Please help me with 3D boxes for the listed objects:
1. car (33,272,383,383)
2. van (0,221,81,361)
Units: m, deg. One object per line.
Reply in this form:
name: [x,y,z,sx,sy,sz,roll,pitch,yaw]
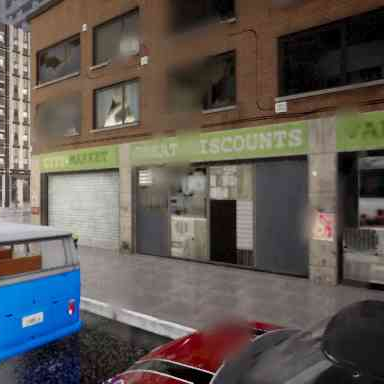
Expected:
car: [1.165,1.440,1.896,4.097,1.590,1.967,0,0,35]
van: [-3.474,1.342,5.191,3.998,1.788,1.690,0,0,35]
